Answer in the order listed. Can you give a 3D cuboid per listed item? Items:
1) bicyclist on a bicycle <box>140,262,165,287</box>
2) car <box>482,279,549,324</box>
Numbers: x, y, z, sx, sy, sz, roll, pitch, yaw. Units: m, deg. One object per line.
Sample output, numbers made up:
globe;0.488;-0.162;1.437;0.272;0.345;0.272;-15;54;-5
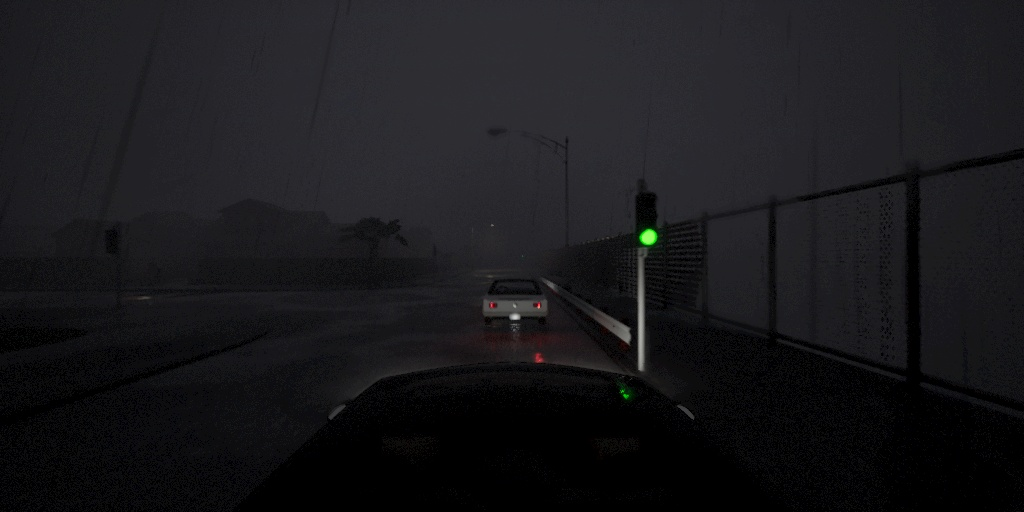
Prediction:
bicyclist on a bicycle;-24.067;1.244;24.041;0.582;1.620;1.656;0;0;0
car;0.092;1.420;12.206;1.895;1.301;4.718;0;0;0
